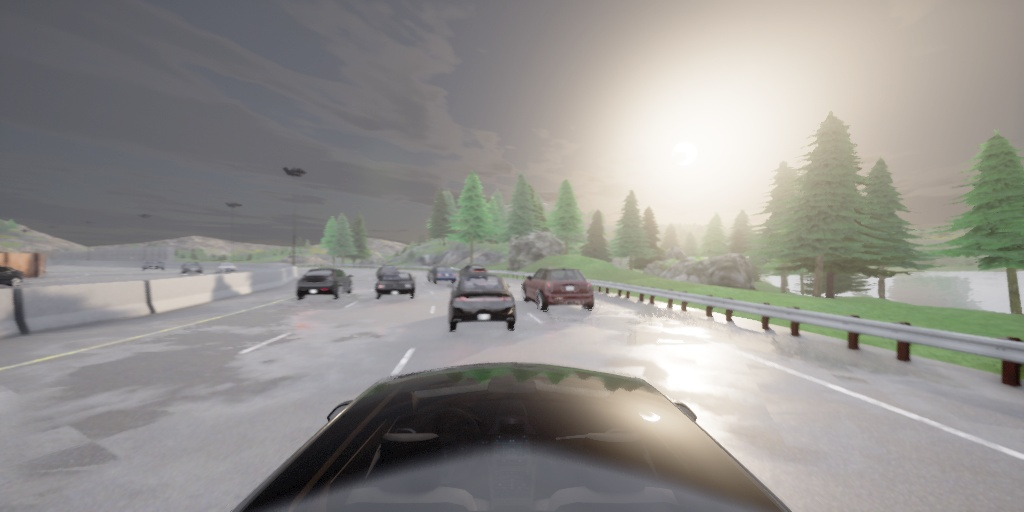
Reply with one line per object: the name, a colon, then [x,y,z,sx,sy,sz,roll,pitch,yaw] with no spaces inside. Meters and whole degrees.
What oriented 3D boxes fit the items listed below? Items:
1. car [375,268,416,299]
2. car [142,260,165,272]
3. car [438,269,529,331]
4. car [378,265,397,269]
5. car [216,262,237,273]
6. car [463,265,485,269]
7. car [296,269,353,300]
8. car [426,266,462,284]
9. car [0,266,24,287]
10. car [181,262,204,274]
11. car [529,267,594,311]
car: [-6.130,1.495,19.299,1.895,1.301,4.718,0,-1,-14]
car: [-43.536,1.146,43.537,4.181,1.385,1.994,0,-1,44]
car: [-1.027,1.330,11.349,2.128,1.511,4.902,0,-1,-8]
car: [-12.424,1.593,35.960,1.994,1.385,4.181,0,-1,-26]
car: [-38.692,1.599,48.585,4.674,1.442,1.812,0,-1,44]
car: [-3.656,1.546,33.631,1.837,1.490,4.892,1,-1,-22]
car: [-9.612,1.379,18.664,1.837,1.490,4.892,1,-1,-14]
car: [-5.948,1.546,30.170,2.033,1.411,5.357,0,-1,-21]
car: [-33.044,1.319,22.086,1.837,1.490,4.892,1,-1,-24]
car: [-41.115,1.540,46.059,4.902,1.511,2.128,0,-1,44]
car: [1.797,1.240,15.416,2.097,1.767,4.553,0,-1,-10]
